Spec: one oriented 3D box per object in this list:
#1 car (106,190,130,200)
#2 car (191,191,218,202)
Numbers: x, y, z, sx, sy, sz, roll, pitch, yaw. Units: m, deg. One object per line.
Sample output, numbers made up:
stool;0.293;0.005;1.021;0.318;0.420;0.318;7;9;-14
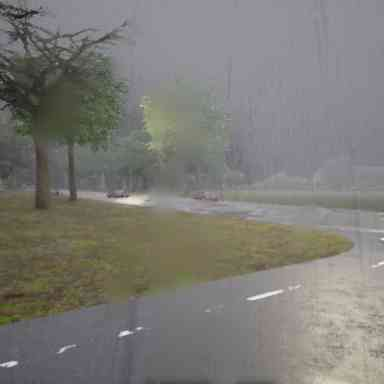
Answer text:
car;-11.498;0.376;51.203;2.033;1.411;5.357;-2;2;-36
car;1.640;0.580;44.831;1.994;1.385;4.181;-1;2;-35
